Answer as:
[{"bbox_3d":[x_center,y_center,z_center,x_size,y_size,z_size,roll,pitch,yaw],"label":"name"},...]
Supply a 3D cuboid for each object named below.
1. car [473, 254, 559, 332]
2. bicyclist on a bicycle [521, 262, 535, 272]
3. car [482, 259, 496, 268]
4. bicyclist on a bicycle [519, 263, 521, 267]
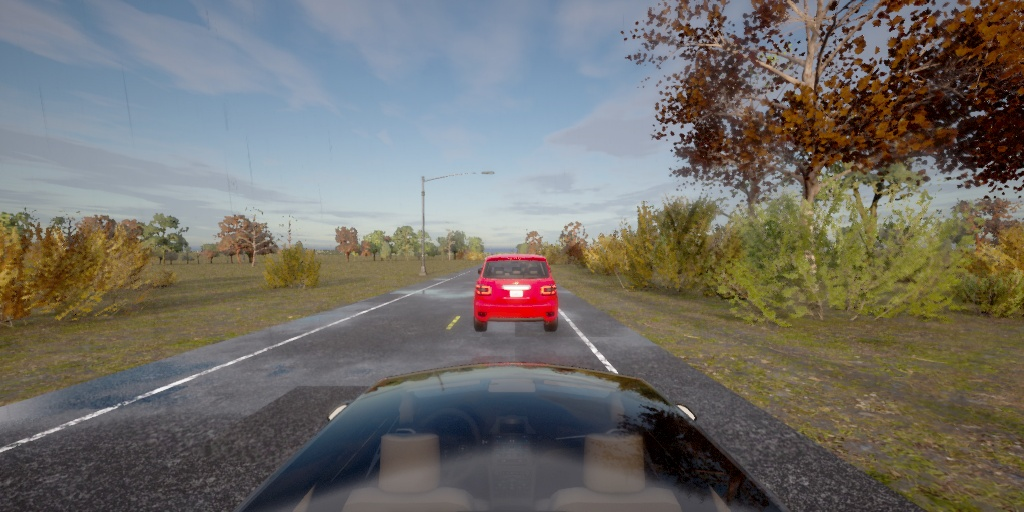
[{"bbox_3d":[0.091,0.968,11.008,2.150,2.045,5.566,0,0,0],"label":"car"},{"bbox_3d":[0.942,1.114,18.714,0.659,1.776,1.843,0,0,0],"label":"bicyclist on a bicycle"},{"bbox_3d":[-3.911,1.225,61.907,2.128,1.511,4.902,0,0,0],"label":"car"},{"bbox_3d":[0.903,1.111,28.727,0.659,1.776,1.843,0,0,0],"label":"bicyclist on a bicycle"}]
